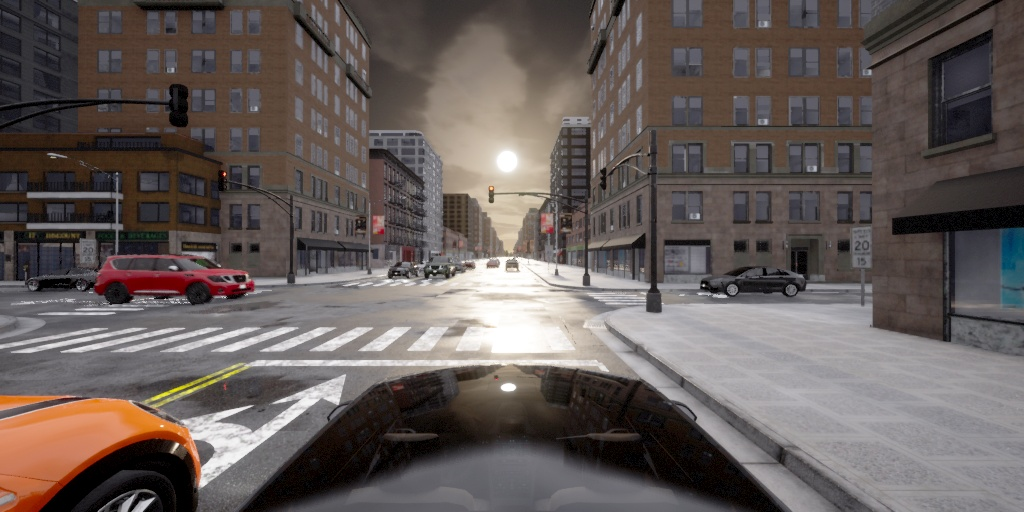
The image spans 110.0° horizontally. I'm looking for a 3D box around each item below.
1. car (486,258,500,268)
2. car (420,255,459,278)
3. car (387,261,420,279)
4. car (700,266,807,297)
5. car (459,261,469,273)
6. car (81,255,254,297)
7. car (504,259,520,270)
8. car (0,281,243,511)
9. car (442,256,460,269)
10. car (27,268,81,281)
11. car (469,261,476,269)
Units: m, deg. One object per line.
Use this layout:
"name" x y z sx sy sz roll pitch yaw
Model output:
"car" -3.359 1.304 61.955 1.994 1.385 4.181 0 0 0
"car" -6.646 0.970 33.608 2.150 2.045 5.566 0 0 0
"car" -9.900 1.253 33.054 1.837 1.490 4.892 0 0 0
"car" 12.427 1.294 18.644 4.892 1.490 1.837 0 0 1
"car" -6.674 1.310 43.028 1.994 1.385 4.181 0 0 0
"car" -14.392 0.969 15.467 5.566 2.045 2.150 0 0 0
"car" 0.012 1.248 51.297 1.837 1.490 4.892 0 0 0
"car" -3.237 1.102 0.608 2.097 1.767 4.553 0 0 0
"car" -9.938 0.965 58.938 2.150 2.045 5.566 0 0 -1
"car" -25.408 1.330 20.966 4.313 1.339 1.948 0 0 0
"car" -6.684 1.343 55.084 1.895 1.301 4.718 0 0 0
